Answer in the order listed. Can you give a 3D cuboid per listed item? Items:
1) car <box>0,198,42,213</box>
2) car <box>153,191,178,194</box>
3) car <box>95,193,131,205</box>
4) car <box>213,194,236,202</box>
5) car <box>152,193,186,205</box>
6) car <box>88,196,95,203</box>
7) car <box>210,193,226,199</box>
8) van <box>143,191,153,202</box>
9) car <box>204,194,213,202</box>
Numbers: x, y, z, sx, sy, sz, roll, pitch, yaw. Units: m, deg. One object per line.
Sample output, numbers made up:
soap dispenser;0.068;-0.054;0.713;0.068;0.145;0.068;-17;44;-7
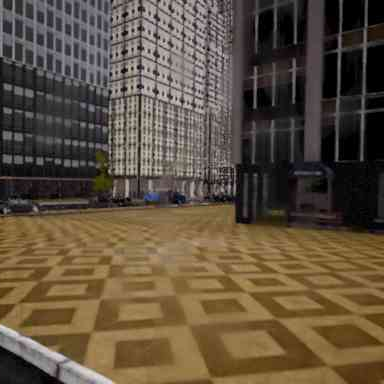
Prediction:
car;-16.240;1.248;30.897;2.008;1.369;4.403;1;1;35
car;-3.315;0.834;54.135;2.150;2.045;5.566;2;1;36
car;-11.190;1.121;48.316;1.895;1.301;4.718;2;1;35
car;6.362;1.253;63.288;1.947;1.339;4.313;1;1;35
car;-3.370;1.257;49.437;1.947;1.339;4.313;1;1;35
car;-13.462;0.883;49.643;1.967;1.590;4.097;1;1;35
car;5.997;1.016;77.339;1.802;1.307;4.206;1;1;35
van;-6.974;0.782;58.873;1.690;1.788;3.998;1;1;35
car;4.248;1.098;64.919;2.128;1.511;4.902;2;1;35
